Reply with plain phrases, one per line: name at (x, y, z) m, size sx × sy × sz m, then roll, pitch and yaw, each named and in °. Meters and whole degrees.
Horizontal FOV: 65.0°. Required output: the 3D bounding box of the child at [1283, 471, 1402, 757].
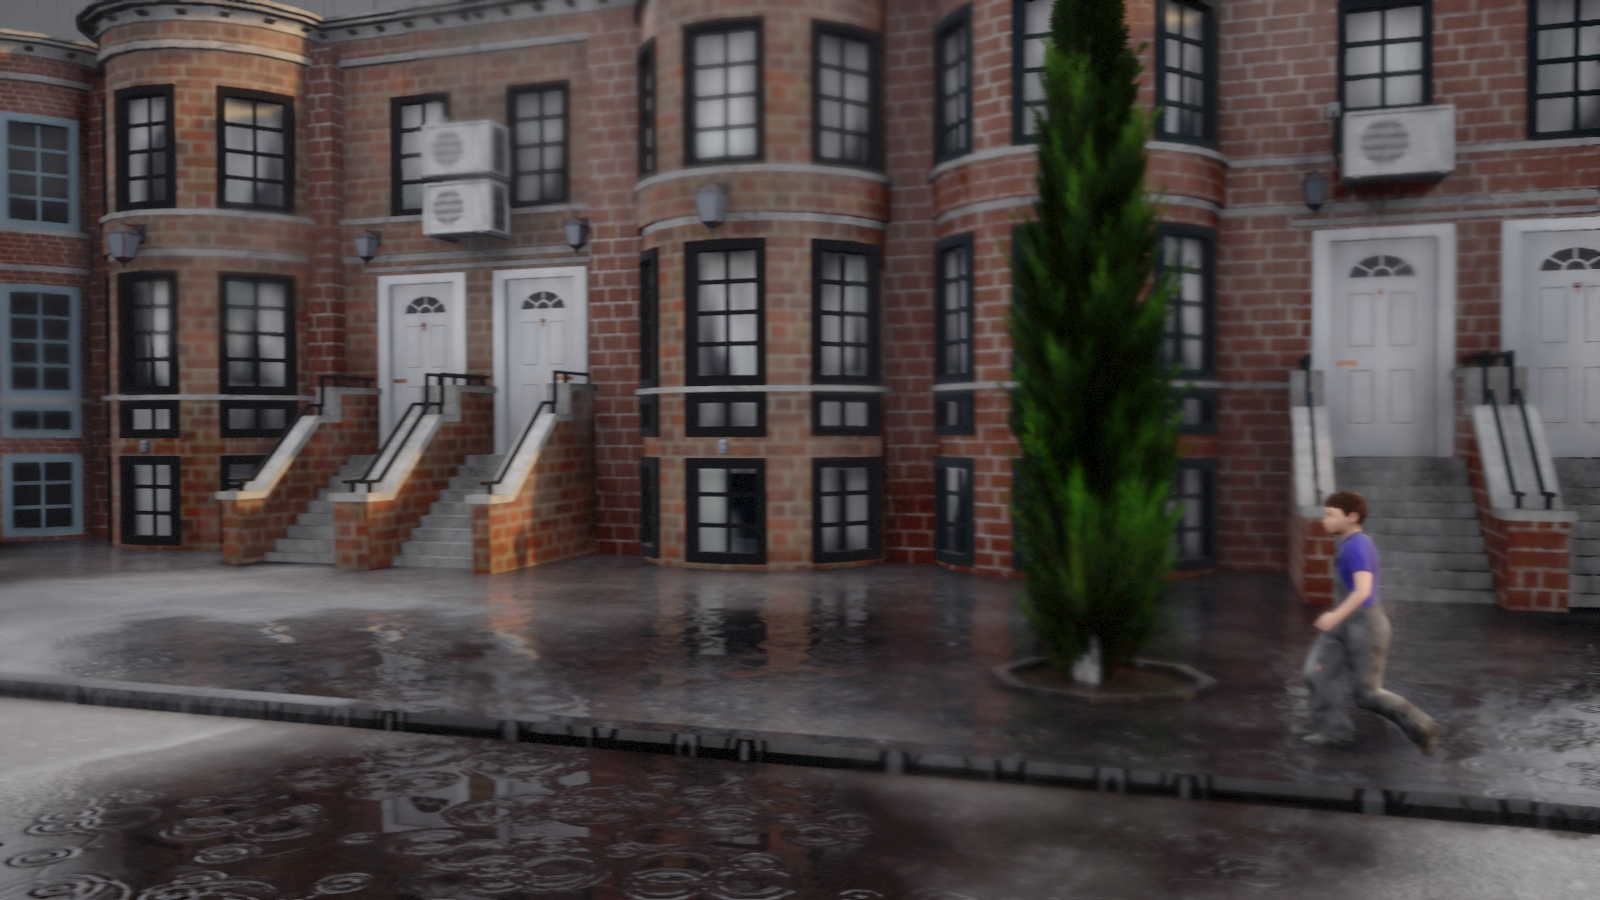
child at (2.478, 0.733, 5.758) m, size 0.437 × 1.263 × 0.270 m, roll 0°, pitch 1°, yaw 10°
